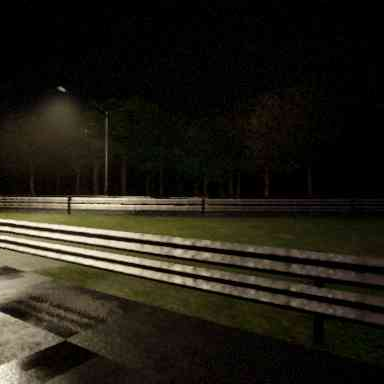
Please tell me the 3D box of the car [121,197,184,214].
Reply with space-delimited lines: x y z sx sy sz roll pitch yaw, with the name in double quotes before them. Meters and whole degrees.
"car" -3.309 1.134 28.545 5.357 1.411 2.033 0 0 12
